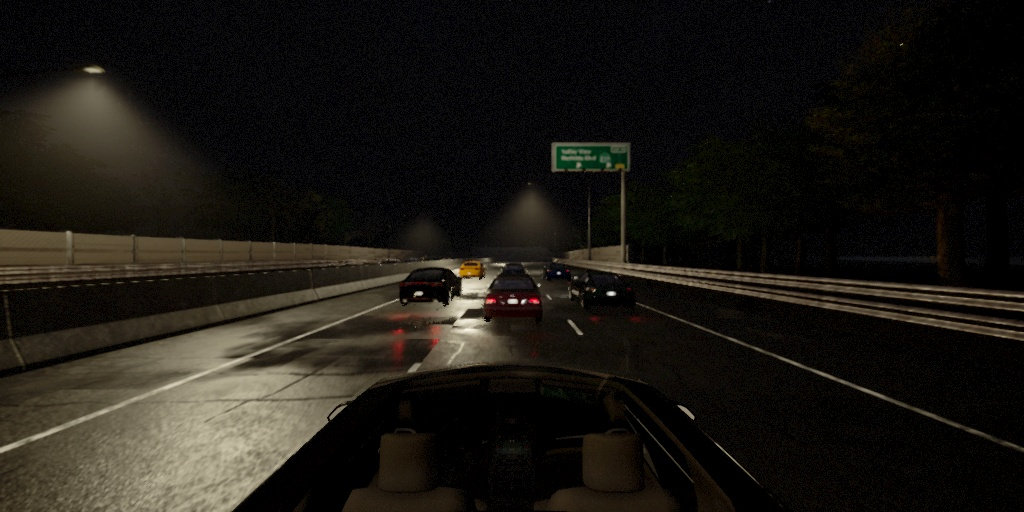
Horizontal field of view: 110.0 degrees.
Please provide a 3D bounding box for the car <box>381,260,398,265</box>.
[{"bbox_3d":[-20.614,1.266,61.008,1.895,1.301,4.718,0,0,1],"label":"car"}]

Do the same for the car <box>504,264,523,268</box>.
[{"bbox_3d":[0.116,1.276,27.395,2.033,1.411,5.357,0,0,1],"label":"car"}]

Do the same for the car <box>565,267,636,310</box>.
[{"bbox_3d":[3.578,1.313,14.824,1.994,1.385,4.181,0,0,1],"label":"car"}]

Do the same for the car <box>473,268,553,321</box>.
[{"bbox_3d":[0.048,1.297,12.406,2.033,1.411,5.357,0,0,1],"label":"car"}]

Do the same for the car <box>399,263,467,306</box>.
[{"bbox_3d":[-3.411,1.224,15.785,1.882,1.535,5.008,0,0,1],"label":"car"}]

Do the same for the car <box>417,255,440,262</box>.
[{"bbox_3d":[-13.640,0.888,60.266,2.150,2.045,5.566,0,0,1],"label":"car"}]

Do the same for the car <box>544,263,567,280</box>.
[{"bbox_3d":[3.654,1.288,29.667,1.994,1.385,4.181,0,0,1],"label":"car"}]

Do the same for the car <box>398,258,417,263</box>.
[{"bbox_3d":[-17.141,1.230,60.405,1.994,1.385,4.181,0,0,1],"label":"car"}]

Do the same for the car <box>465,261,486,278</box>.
[{"bbox_3d":[-3.332,1.199,30.804,1.882,1.535,5.008,0,0,1],"label":"car"}]
